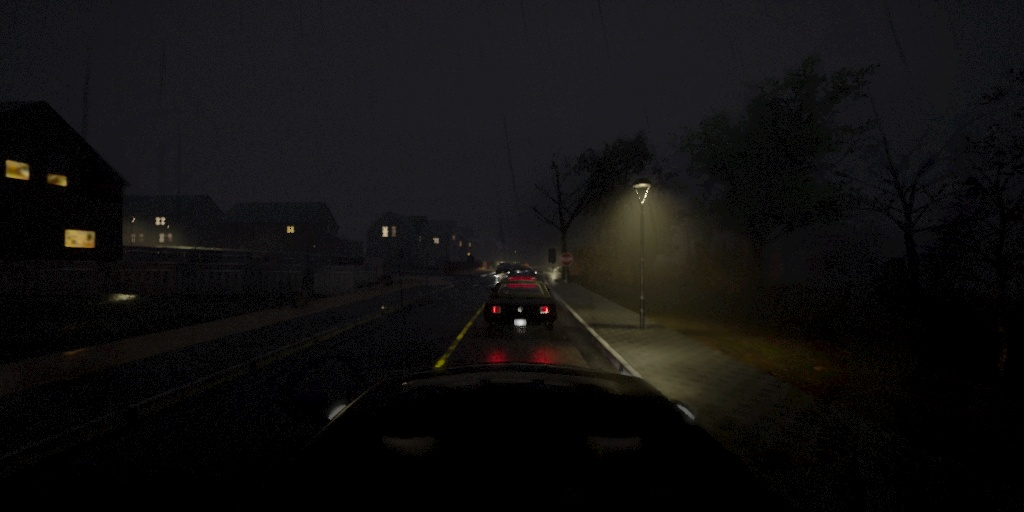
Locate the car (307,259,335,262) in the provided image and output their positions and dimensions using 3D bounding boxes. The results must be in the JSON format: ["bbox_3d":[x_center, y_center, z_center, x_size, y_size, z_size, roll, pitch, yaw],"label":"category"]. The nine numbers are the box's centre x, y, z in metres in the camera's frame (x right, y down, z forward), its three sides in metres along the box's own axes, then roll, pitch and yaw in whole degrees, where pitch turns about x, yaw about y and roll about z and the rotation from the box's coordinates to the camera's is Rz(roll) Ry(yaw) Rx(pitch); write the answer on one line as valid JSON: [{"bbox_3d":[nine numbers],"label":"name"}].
[{"bbox_3d":[-15.657,0.726,31.143,4.674,1.442,1.812,3,-1,2],"label":"car"}]

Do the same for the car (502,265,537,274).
[{"bbox_3d":[0.645,1.440,22.549,1.994,1.385,4.181,0,0,2],"label":"car"}]

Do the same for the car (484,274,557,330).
[{"bbox_3d":[0.261,1.401,11.283,1.895,1.301,4.718,0,0,1],"label":"car"}]

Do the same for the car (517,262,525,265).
[{"bbox_3d":[0.519,1.755,57.755,1.994,1.385,4.181,0,-1,7],"label":"car"}]

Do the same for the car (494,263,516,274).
[{"bbox_3d":[-0.879,1.568,44.107,1.812,1.442,4.674,0,0,5],"label":"car"}]

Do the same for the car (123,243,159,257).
[{"bbox_3d":[-33.947,-0.312,31.883,4.553,1.767,2.097,3,-1,3],"label":"car"}]

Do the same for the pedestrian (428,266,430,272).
[{"bbox_3d":[-8.574,0.743,36.735,0.375,1.860,0.375,0,-3,2],"label":"pedestrian"}]
